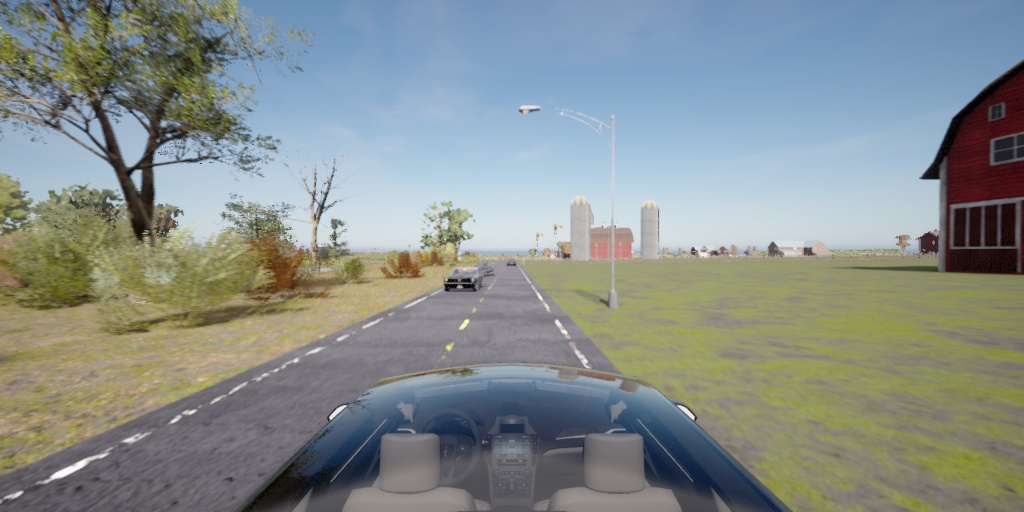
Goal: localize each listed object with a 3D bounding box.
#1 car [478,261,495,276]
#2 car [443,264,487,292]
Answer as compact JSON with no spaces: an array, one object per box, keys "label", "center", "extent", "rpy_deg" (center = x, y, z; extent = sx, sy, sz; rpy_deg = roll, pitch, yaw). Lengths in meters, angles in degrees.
[{"label":"car","center":[-2.773,1.294,36.756],"extent":[1.837,1.490,4.892],"rpy_deg":[0,0,0]},{"label":"car","center":[-2.785,1.352,21.332],"extent":[1.895,1.301,4.718],"rpy_deg":[0,0,0]}]
